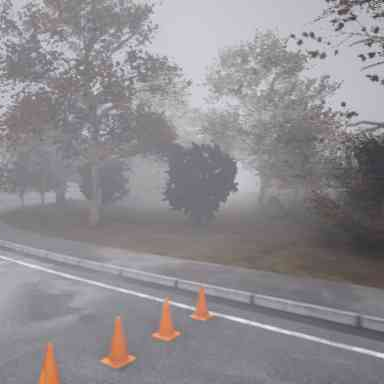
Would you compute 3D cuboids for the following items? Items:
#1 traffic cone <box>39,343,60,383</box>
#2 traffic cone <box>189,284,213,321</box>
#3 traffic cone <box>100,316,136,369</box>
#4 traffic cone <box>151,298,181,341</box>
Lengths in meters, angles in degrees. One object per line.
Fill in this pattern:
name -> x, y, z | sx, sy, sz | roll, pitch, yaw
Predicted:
traffic cone -> -1.583, 1.976, 3.685 | 0.340, 0.580, 0.340 | 0, 0, 36
traffic cone -> 0.170, 1.992, 6.120 | 0.340, 0.580, 0.340 | 0, 0, 36
traffic cone -> -0.999, 1.981, 4.497 | 0.340, 0.580, 0.340 | 0, 0, 36
traffic cone -> -0.415, 1.987, 5.308 | 0.340, 0.580, 0.340 | 0, 0, 36
